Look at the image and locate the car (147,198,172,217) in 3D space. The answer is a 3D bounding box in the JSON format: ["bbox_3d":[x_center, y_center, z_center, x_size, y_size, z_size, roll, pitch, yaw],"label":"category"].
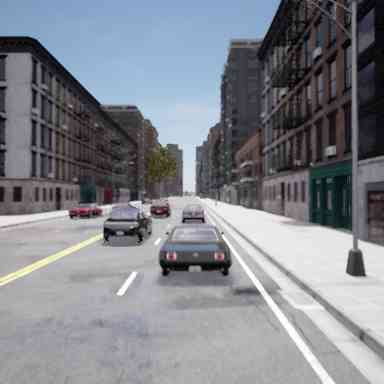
[{"bbox_3d":[-3.124,1.687,33.987,1.882,1.535,5.008,0,0,0],"label":"car"}]

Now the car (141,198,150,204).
[{"bbox_3d":[-9.693,1.994,71.616,1.994,1.385,4.181,0,0,0],"label":"car"}]

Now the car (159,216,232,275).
[{"bbox_3d":[0.095,1.663,10.604,1.895,1.301,4.718,0,0,0],"label":"car"}]

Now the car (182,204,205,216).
[{"bbox_3d":[0.118,1.713,27.408,2.033,1.411,5.357,0,0,0],"label":"car"}]

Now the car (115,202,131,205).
[{"bbox_3d":[-6.574,1.720,31.752,1.812,1.442,4.674,0,0,0],"label":"car"}]

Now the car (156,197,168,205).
[{"bbox_3d":[-6.442,1.961,72.447,2.128,1.511,4.902,0,0,0],"label":"car"}]

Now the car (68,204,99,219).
[{"bbox_3d":[-9.824,1.790,30.939,1.895,1.301,4.718,0,0,0],"label":"car"}]

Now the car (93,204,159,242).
[{"bbox_3d":[-3.140,1.592,16.934,2.128,1.511,4.902,0,0,0],"label":"car"}]
